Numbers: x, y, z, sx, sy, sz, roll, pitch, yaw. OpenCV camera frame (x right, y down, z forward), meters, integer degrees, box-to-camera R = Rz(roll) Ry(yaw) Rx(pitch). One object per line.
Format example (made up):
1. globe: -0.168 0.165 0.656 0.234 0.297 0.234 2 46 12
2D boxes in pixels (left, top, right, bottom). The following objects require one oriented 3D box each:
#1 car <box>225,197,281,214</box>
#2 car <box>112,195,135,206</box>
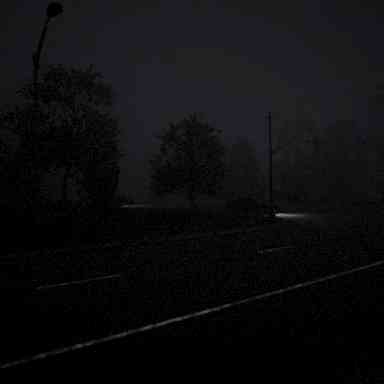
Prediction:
1. car: 5.353 1.173 29.944 2.033 1.411 5.357 -2 1 -37
2. car: -10.325 1.137 49.727 1.882 1.535 5.008 -2 1 -39
